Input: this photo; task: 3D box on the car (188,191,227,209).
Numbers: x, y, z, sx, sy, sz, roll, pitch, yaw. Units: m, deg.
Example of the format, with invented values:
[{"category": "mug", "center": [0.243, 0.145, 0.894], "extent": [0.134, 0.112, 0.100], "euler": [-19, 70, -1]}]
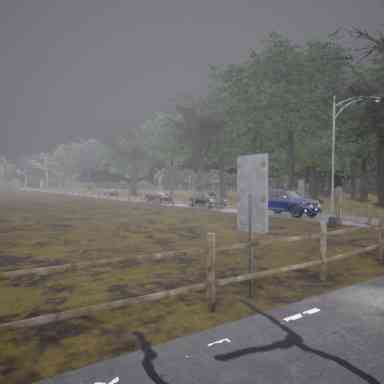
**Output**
[{"category": "car", "center": [1.571, 0.732, 34.440], "extent": [2.097, 1.767, 4.553], "euler": [0, 1, -34]}]

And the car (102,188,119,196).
[{"category": "car", "center": [-15.595, 0.086, 63.651], "extent": [1.837, 1.490, 4.892], "euler": [0, 1, -35]}]

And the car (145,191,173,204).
[{"category": "car", "center": [-4.309, 0.618, 42.717], "extent": [1.882, 1.535, 5.008], "euler": [0, 1, -35]}]

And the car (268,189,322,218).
[{"category": "car", "center": [7.383, 0.838, 26.269], "extent": [2.150, 2.045, 5.566], "euler": [0, 1, -36]}]
